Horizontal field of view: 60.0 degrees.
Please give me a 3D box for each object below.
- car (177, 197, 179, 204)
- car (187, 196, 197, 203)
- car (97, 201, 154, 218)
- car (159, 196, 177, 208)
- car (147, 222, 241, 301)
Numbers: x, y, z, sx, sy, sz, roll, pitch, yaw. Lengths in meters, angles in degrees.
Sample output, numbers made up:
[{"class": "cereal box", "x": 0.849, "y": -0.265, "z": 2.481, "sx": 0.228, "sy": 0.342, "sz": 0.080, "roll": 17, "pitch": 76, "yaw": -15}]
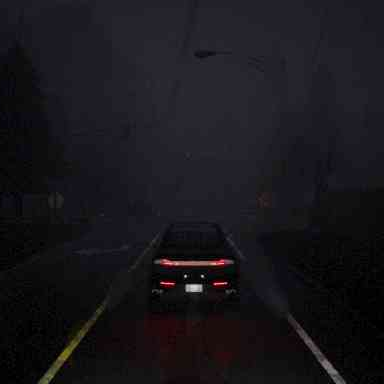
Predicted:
[{"class": "car", "x": -3.544, "y": 1.506, "z": 63.543, "sx": 1.837, "sy": 1.490, "sz": 4.892, "roll": 0, "pitch": 0, "yaw": 0}, {"class": "car", "x": 0.010, "y": 1.491, "z": 69.553, "sx": 2.128, "sy": 1.511, "sz": 4.902, "roll": 0, "pitch": 0, "yaw": 0}, {"class": "car", "x": -5.864, "y": 1.548, "z": 30.163, "sx": 2.033, "sy": 1.411, "sz": 5.357, "roll": 0, "pitch": 0, "yaw": 41}, {"class": "car", "x": -3.590, "y": 1.477, "z": 47.337, "sx": 1.882, "sy": 1.535, "sz": 5.008, "roll": 0, "pitch": 0, "yaw": 0}, {"class": "car", "x": 0.055, "y": 1.492, "z": 8.322, "sx": 2.128, "sy": 1.511, "sz": 4.902, "roll": 0, "pitch": 0, "yaw": 0}]
